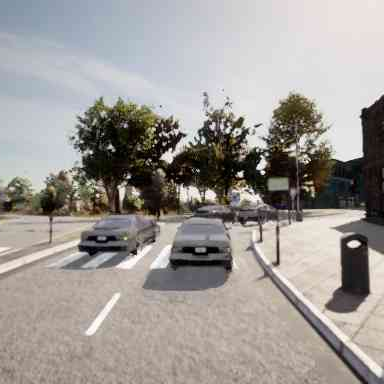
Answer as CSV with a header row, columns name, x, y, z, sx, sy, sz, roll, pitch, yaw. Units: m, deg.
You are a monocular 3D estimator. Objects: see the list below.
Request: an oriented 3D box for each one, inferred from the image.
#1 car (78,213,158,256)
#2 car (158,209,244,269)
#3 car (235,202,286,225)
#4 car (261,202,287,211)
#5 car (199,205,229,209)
name,x,y,z,sx,sy,sz,roll,pitch,yaw
car,-2.634,1.550,13.232,2.033,1.411,5.357,-1,0,6
car,0.392,1.530,11.077,2.033,1.411,5.357,0,0,4
car,5.348,1.724,25.547,2.128,1.511,4.902,-7,-7,38
car,19.005,3.469,77.383,5.566,2.045,2.150,-3,-6,41
car,2.041,1.845,26.580,1.837,1.490,4.892,-4,-5,35
